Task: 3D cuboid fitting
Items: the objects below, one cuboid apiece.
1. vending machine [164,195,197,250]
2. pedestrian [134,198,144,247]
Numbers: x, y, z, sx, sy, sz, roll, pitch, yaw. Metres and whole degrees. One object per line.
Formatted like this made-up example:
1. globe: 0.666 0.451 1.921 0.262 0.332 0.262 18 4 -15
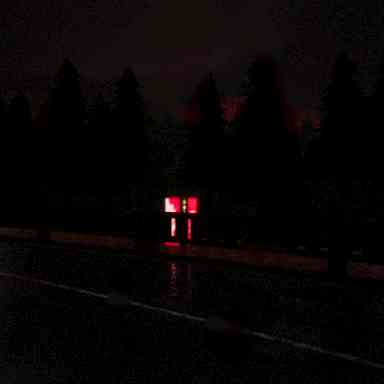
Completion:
1. vending machine: -0.438 1.195 13.472 0.880 2.100 1.100 0 0 31
2. pedestrian: -1.978 1.141 12.694 0.375 1.860 0.375 0 0 31
